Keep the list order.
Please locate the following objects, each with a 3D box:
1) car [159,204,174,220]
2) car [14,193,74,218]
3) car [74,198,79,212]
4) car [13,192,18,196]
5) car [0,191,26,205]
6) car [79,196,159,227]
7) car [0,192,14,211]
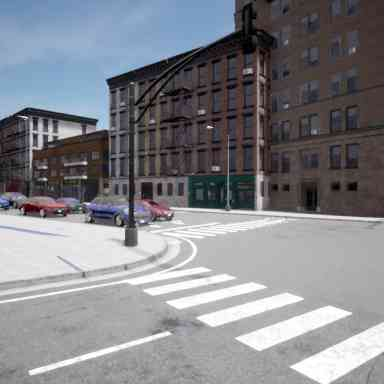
[{"bbox_3d":[-3.375,1.267,23.842,4.674,1.442,1.812,1,0,38],"label":"car"},{"bbox_3d":[-11.741,1.119,26.232,5.008,1.535,1.882,1,0,39],"label":"car"},{"bbox_3d":[-11.155,1.201,29.923,4.181,1.385,1.994,1,0,39],"label":"car"},{"bbox_3d":[-19.160,1.030,36.467,4.902,1.511,2.128,1,0,40],"label":"car"},{"bbox_3d":[-25.007,0.814,45.977,4.553,1.767,2.097,1,0,40],"label":"car"},{"bbox_3d":[-4.586,1.089,20.593,4.553,1.767,2.097,1,0,39],"label":"car"},{"bbox_3d":[-19.794,1.018,32.764,5.008,1.535,1.882,1,0,40],"label":"car"}]
